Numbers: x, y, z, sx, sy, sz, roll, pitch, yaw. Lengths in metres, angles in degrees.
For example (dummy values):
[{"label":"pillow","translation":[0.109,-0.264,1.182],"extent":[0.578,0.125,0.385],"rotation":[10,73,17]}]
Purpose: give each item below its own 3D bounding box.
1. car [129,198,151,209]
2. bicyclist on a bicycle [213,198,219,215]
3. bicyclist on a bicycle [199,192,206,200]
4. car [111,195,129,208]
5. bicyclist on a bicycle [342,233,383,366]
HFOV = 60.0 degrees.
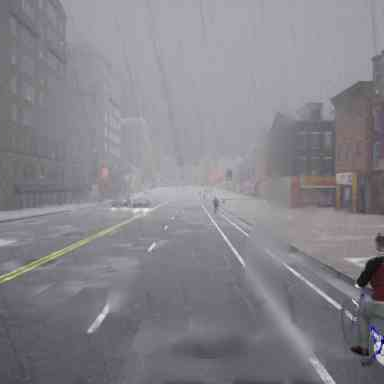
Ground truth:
[{"label":"car","translation":[-6.593,1.445,44.001],"extent":[1.994,1.385,4.181],"rotation":[0,0,0]},{"label":"bicyclist on a bicycle","translation":[2.261,1.403,31.469],"extent":[0.582,1.620,1.656],"rotation":[0,0,0]},{"label":"bicyclist on a bicycle","translation":[2.354,1.004,65.206],"extent":[0.866,1.612,1.509],"rotation":[-1,0,-1]},{"label":"car","translation":[-9.832,1.214,46.515],"extent":[2.097,1.767,4.553],"rotation":[0,1,0]},{"label":"bicyclist on a bicycle","translation":[2.267,1.370,4.114],"extent":[0.659,1.776,1.843],"rotation":[0,0,0]}]
